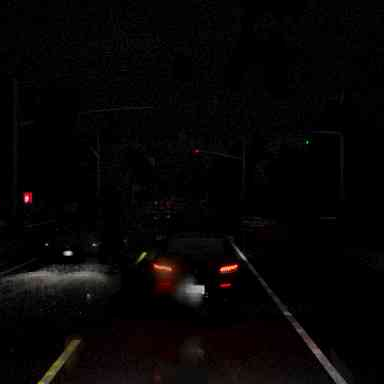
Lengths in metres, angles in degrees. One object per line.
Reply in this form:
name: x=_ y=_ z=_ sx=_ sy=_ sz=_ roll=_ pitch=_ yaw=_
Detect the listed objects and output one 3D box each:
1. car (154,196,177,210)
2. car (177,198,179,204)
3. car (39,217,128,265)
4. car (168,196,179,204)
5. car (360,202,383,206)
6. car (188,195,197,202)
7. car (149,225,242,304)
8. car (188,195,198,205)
car: x=-3.527 y=1.352 z=42.348 sx=2.097 sy=1.767 sz=4.553 roll=0 pitch=0 yaw=2
car: x=-3.513 y=1.526 z=52.181 sx=1.812 sy=1.442 sz=4.674 roll=0 pitch=0 yaw=0
car: x=-3.531 y=1.564 z=11.516 sx=1.994 sy=1.385 sz=4.181 roll=0 pitch=0 yaw=0
car: x=-3.469 y=1.526 z=62.259 sx=1.812 sy=1.442 sz=4.674 roll=0 pitch=0 yaw=1
car: x=15.583 y=1.528 z=28.601 sx=5.357 sy=1.411 sz=2.033 roll=0 pitch=0 yaw=-6
car: x=0.123 y=1.525 z=80.842 sx=2.128 sy=1.511 sz=4.902 roll=0 pitch=0 yaw=0
car: x=0.085 y=1.526 z=8.048 sx=1.812 sy=1.442 sz=4.674 roll=0 pitch=0 yaw=0
car: x=0.192 y=1.601 z=59.689 sx=1.895 sy=1.301 sz=4.718 roll=0 pitch=0 yaw=0
